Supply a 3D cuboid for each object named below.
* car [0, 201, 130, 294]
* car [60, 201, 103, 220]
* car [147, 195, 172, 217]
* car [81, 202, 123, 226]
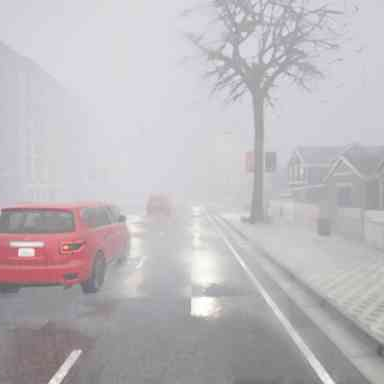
[{"bbox_3d":[-3.160,1.252,9.024,2.150,2.045,5.566,0,0,0],"label":"car"},{"bbox_3d":[-9.842,1.637,30.172,2.033,1.411,5.357,0,0,0],"label":"car"},{"bbox_3d":[-3.209,1.313,33.217,2.150,2.045,5.566,0,0,-1],"label":"car"},{"bbox_3d":[-6.615,1.580,25.093,1.837,1.490,4.892,0,0,0],"label":"car"}]
